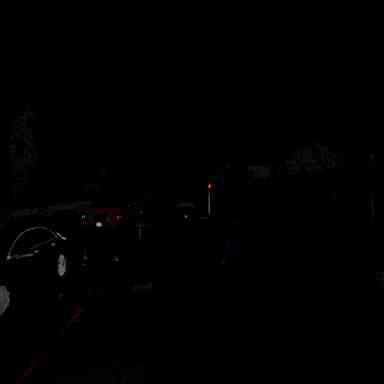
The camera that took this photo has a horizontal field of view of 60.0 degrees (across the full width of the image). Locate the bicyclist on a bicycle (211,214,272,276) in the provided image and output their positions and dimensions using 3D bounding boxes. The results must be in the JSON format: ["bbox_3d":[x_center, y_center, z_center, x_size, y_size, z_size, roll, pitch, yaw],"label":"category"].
[{"bbox_3d":[1.262,1.378,8.850,1.656,1.620,0.582,-8,0,-1],"label":"bicyclist on a bicycle"}]

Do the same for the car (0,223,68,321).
[{"bbox_3d":[-4.250,1.504,7.238,1.837,1.490,4.892,0,-1,-1],"label":"car"}]

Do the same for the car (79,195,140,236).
[{"bbox_3d":[-4.516,1.217,18.681,2.150,2.045,5.566,0,0,-1],"label":"car"}]

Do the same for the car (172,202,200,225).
[{"bbox_3d":[-0.467,1.468,24.361,1.882,1.535,5.008,0,0,-2],"label":"car"}]

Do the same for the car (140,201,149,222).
[{"bbox_3d":[-4.621,1.467,26.711,1.882,1.535,5.008,0,0,-1],"label":"car"}]
